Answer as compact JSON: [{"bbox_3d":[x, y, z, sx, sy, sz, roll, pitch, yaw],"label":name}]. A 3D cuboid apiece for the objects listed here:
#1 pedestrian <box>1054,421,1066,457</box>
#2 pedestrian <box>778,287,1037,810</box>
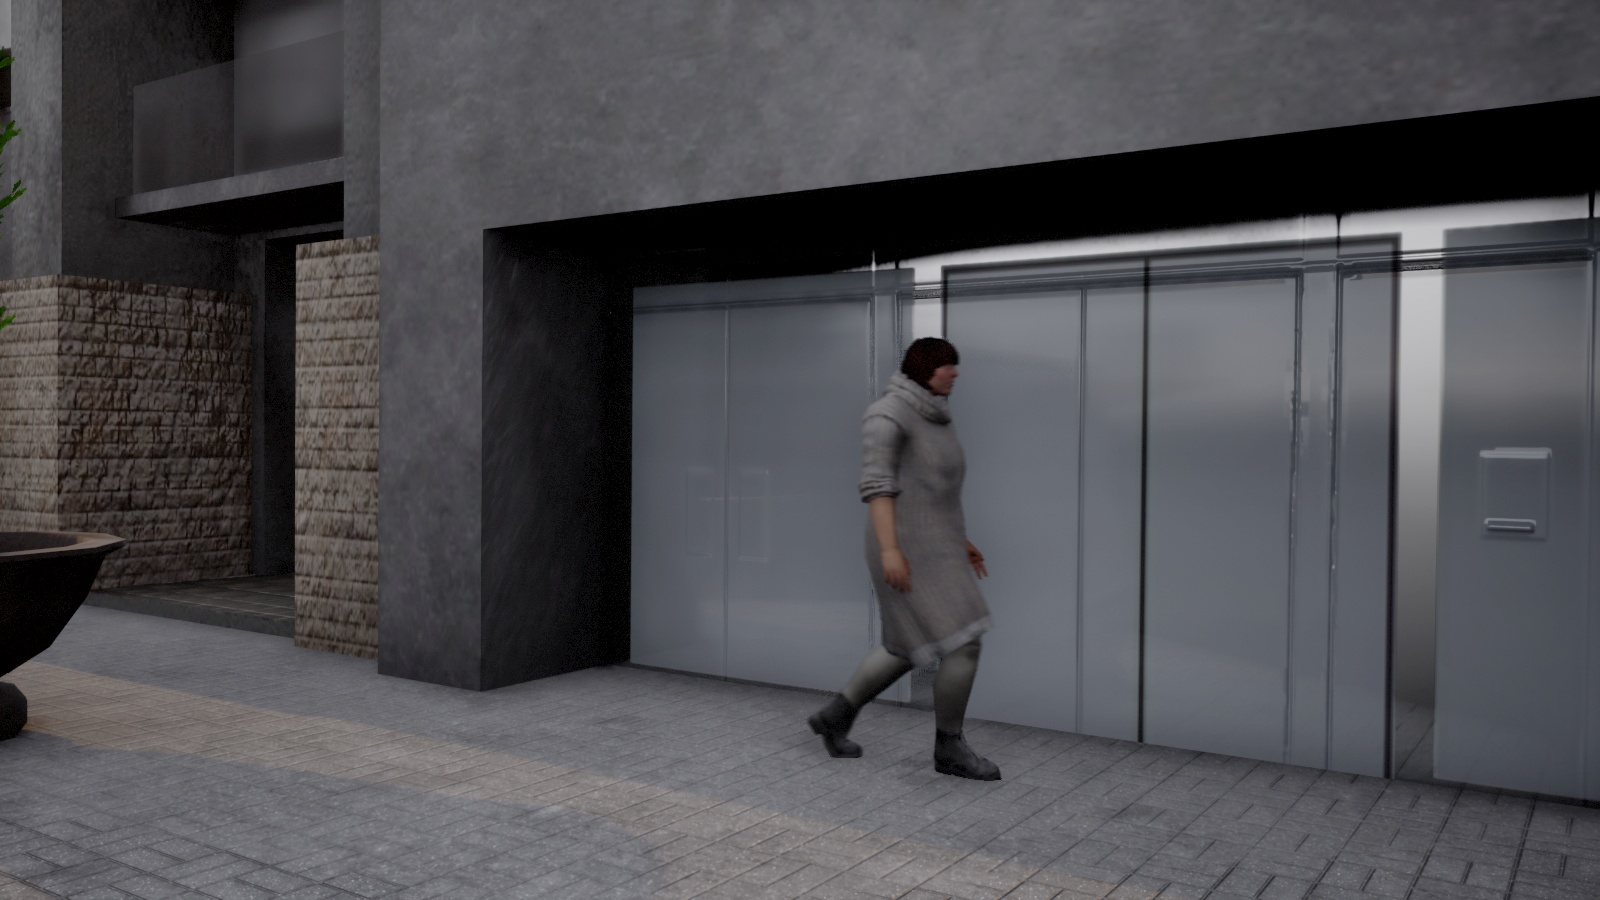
[{"bbox_3d":[13.717,-0.589,66.230,0.376,1.854,0.720,0,1,33],"label":"pedestrian"},{"bbox_3d":[0.455,0.366,5.172,0.873,1.952,0.659,0,1,25],"label":"pedestrian"}]
